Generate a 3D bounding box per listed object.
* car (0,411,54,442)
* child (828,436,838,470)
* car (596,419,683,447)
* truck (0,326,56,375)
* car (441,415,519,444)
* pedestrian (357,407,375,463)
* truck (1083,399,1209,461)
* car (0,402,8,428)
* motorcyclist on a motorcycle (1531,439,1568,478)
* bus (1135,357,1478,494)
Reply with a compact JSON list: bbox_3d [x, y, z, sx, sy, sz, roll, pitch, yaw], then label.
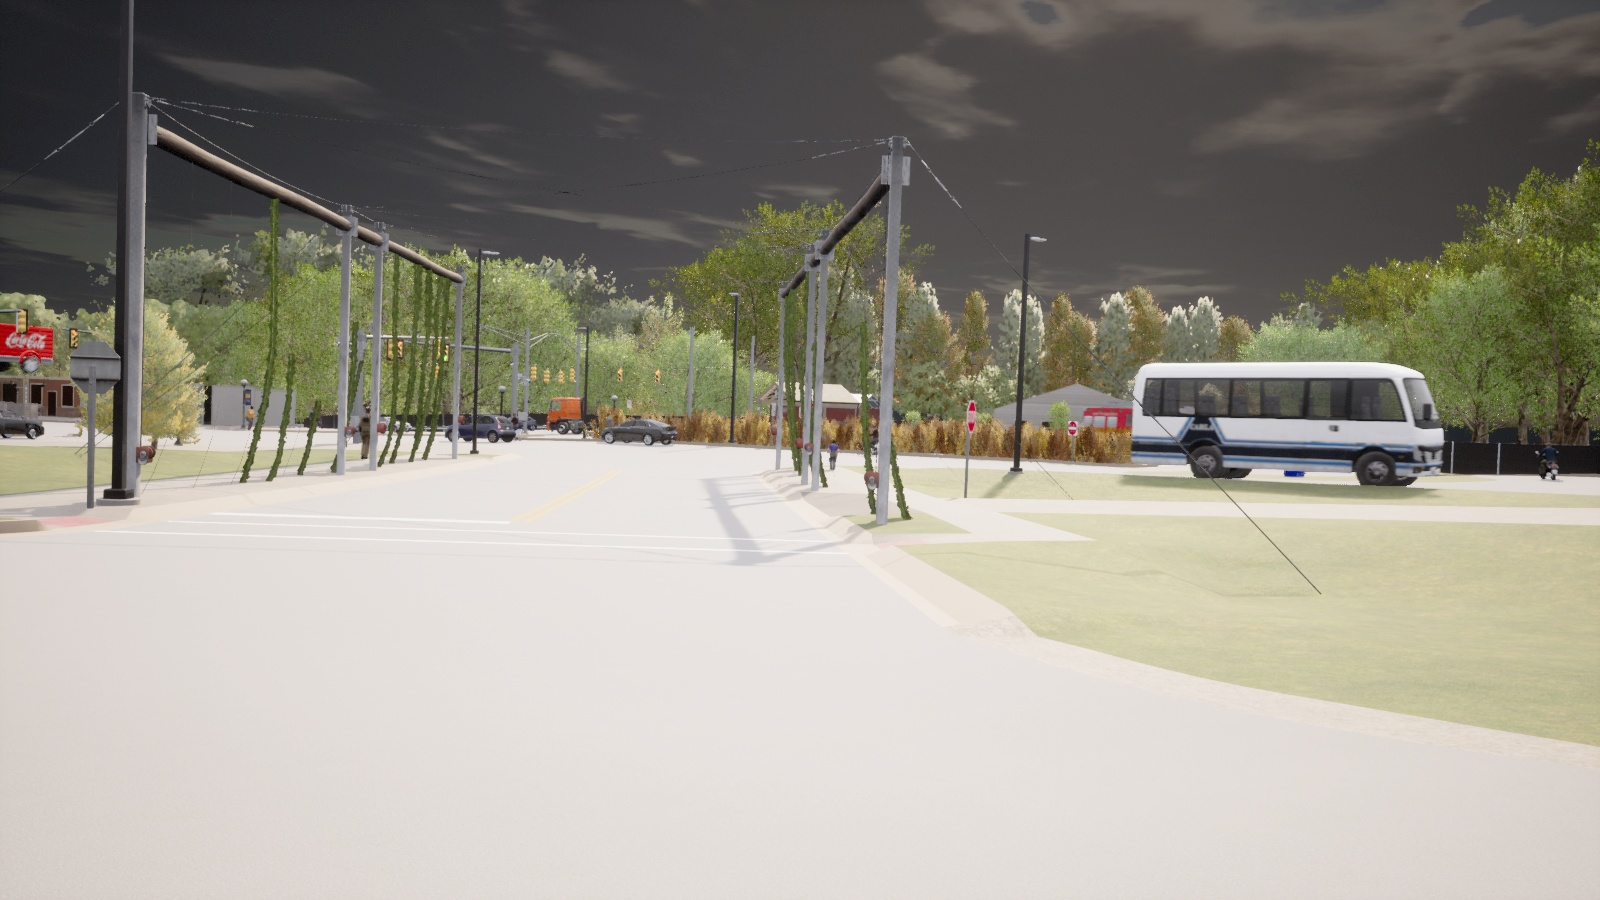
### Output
[{"bbox_3d":[-39.773,-1.178,61.964,2.128,1.511,4.902,2,1,16],"label":"car"},{"bbox_3d":[1.251,0.105,47.602,0.270,1.263,0.437,2,2,-3],"label":"child"},{"bbox_3d":[-9.359,-1.017,72.965,4.892,1.490,1.837,2,3,31],"label":"car"},{"bbox_3d":[-43.549,-5.458,67.796,2.627,2.467,5.204,5,3,21],"label":"truck"},{"bbox_3d":[-18.537,-1.213,72.724,3.988,1.617,1.851,1,2,20],"label":"car"},{"bbox_3d":[-15.280,-0.526,44.221,0.396,1.930,0.692,2,2,-6],"label":"pedestrian"},{"bbox_3d":[22.774,-1.399,83.191,2.891,3.827,8.468,0,2,-28],"label":"truck"},{"bbox_3d":[-53.706,-2.291,80.738,5.027,1.651,2.152,2,2,21],"label":"car"},{"bbox_3d":[31.294,0.347,52.472,0.866,1.590,1.817,0,1,15],"label":"motorcyclist on a motorcycle"},{"bbox_3d":[17.417,-1.002,43.808,10.273,4.253,3.944,3,3,40],"label":"bus"}]
